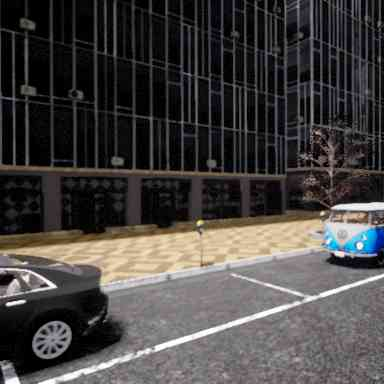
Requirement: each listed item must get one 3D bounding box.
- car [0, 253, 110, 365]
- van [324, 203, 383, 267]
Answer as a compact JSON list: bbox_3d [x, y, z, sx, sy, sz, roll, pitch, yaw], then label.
[{"bbox_3d":[-3.282,1.555,4.215,4.403,1.369,2.008,-1,0,-36],"label":"car"},{"bbox_3d":[5.974,1.254,10.841,3.998,1.788,1.690,-1,0,-36],"label":"van"}]
